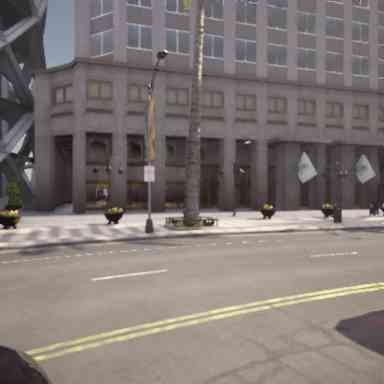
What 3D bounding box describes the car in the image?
[{"bbox_3d":[-3.055,1.501,1.267,4.892,1.490,1.837,0,0,-38],"label":"car"}]
